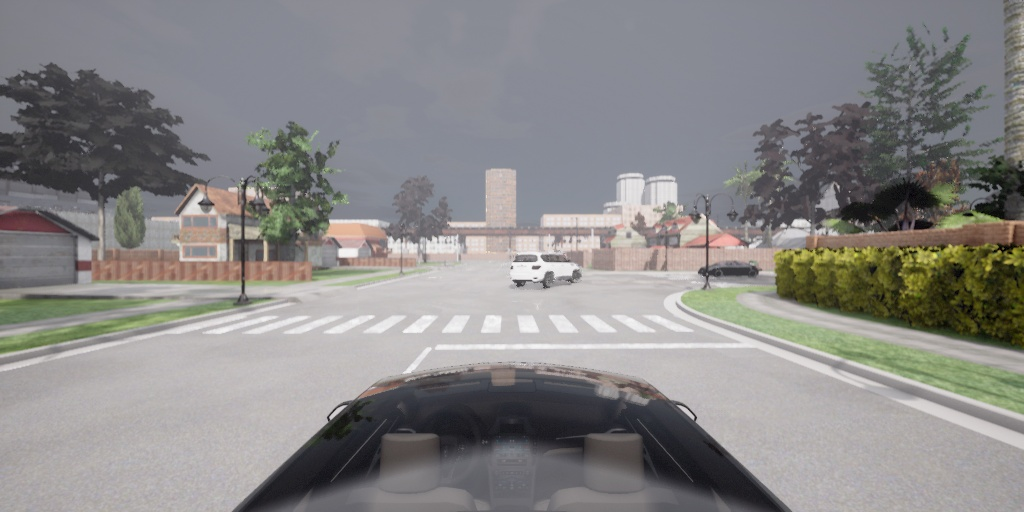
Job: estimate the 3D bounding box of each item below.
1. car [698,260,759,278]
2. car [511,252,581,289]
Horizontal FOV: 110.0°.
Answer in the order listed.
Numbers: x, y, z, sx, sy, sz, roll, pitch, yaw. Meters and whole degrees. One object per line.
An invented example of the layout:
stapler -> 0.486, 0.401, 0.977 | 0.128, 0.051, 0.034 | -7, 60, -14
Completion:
car -> 17.148, 1.030, 28.543 | 4.181, 1.385, 1.994 | 0, 0, 0
car -> 2.174, 0.808, 21.980 | 2.150, 2.045, 5.566 | -2, -1, 37
